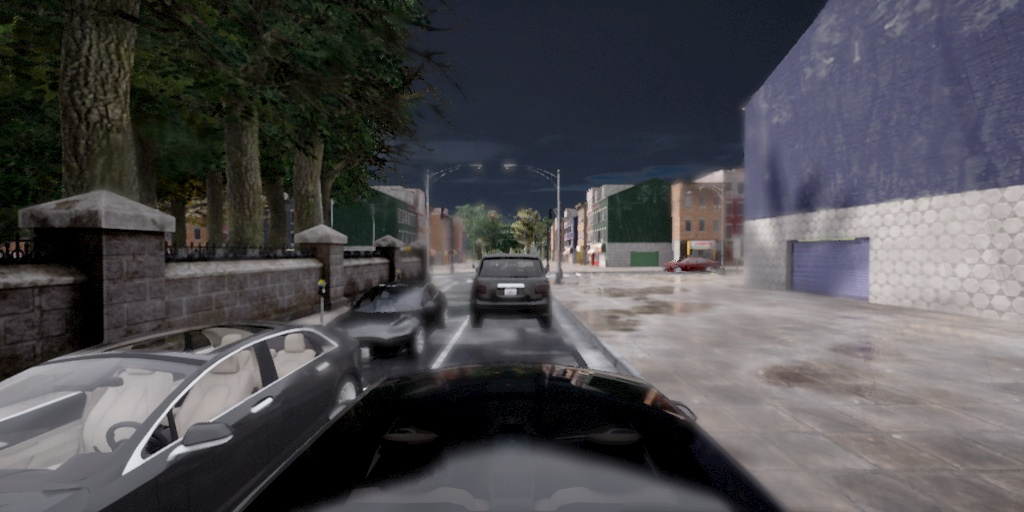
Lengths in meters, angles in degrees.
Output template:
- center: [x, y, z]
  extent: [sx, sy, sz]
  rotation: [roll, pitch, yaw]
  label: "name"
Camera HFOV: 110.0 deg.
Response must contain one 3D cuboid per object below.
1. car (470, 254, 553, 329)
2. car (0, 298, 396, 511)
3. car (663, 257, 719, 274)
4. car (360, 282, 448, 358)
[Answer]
- center: [-0.009, 0.949, 11.245]
  extent: [2.150, 2.045, 5.566]
  rotation: [0, 0, 0]
  label: "car"
- center: [-2.640, 1.298, 2.727]
  extent: [2.007, 1.370, 4.403]
  rotation: [0, 0, 0]
  label: "car"
- center: [17.388, 0.894, 34.968]
  extent: [5.008, 1.535, 1.882]
  rotation: [-1, 1, 0]
  label: "car"
- center: [-2.631, 1.299, 8.415]
  extent: [1.948, 1.339, 4.313]
  rotation: [0, 0, 0]
  label: "car"
